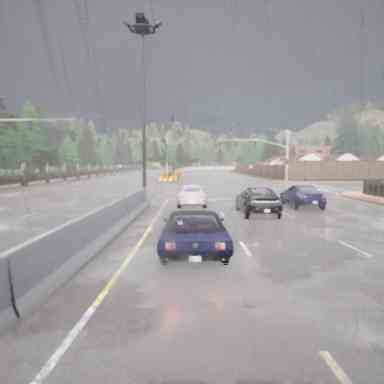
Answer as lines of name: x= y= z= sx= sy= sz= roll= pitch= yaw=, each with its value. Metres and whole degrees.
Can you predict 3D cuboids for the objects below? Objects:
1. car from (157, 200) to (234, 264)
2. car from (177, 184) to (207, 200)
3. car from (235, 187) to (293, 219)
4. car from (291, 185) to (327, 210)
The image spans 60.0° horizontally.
car: x=0.056 y=1.194 z=10.222 sx=1.895 sy=1.301 sz=4.718 roll=0 pitch=3 yaw=-1
car: x=-0.013 y=0.202 z=21.734 sx=1.812 sy=1.442 sz=4.674 roll=0 pitch=5 yaw=0
car: x=3.509 y=0.483 z=17.985 sx=2.128 sy=1.511 sz=4.902 roll=0 pitch=4 yaw=0
car: x=6.991 y=0.251 z=21.210 sx=1.812 sy=1.442 sz=4.674 roll=0 pitch=5 yaw=0
